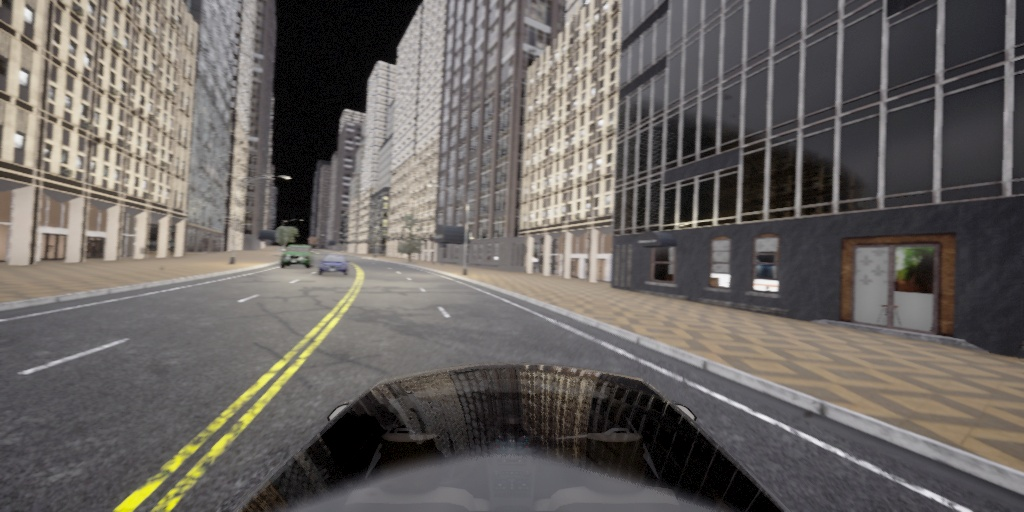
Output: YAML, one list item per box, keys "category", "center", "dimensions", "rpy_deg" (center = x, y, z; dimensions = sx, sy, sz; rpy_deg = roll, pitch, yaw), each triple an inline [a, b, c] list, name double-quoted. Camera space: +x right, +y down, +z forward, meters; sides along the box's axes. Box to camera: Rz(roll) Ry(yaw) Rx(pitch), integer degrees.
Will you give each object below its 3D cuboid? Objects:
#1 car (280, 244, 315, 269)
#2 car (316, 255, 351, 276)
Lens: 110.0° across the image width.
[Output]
- category: "car"
  center: [-18.844, 0.023, 31.718]
  dimensions: [2.150, 2.045, 5.566]
  rpy_deg: [3, 0, -24]
- category: "car"
  center: [-13.033, 0.631, 26.440]
  dimensions: [1.812, 1.442, 4.674]
  rpy_deg: [3, 0, -23]
